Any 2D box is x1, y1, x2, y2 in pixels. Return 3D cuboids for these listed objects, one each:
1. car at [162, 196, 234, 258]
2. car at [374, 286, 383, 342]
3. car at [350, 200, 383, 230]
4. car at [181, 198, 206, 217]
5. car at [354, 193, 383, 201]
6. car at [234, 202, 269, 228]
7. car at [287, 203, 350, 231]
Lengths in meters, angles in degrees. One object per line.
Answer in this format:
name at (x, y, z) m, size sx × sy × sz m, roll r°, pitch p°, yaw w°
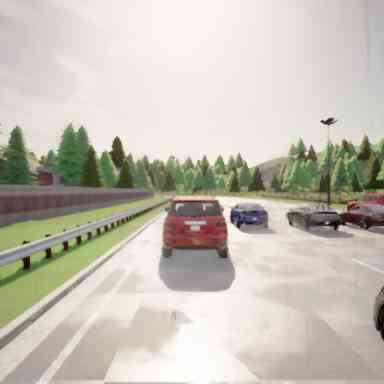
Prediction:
car at (0.104, 1.171, 12.739) m, size 2.150 × 2.045 × 5.566 m, roll 0°, pitch 0°, yaw 0°
car at (3.600, 1.492, 2.967) m, size 1.837 × 1.490 × 4.892 m, roll 0°, pitch 0°, yaw 0°
car at (10.593, 1.446, 20.103) m, size 1.812 × 1.442 × 4.674 m, roll 0°, pitch 0°, yaw 0°
car at (0.110, 1.369, 31.139) m, size 2.128 × 1.511 × 4.902 m, roll 0°, pitch 0°, yaw 0°
car at (14.107, 1.120, 25.620) m, size 2.150 × 2.045 × 5.566 m, roll 0°, pitch 0°, yaw 0°
car at (3.606, 1.392, 21.588) m, size 1.882 × 1.535 × 5.008 m, roll 0°, pitch 0°, yaw 0°
car at (7.107, 1.412, 19.900) m, size 2.128 × 1.511 × 4.902 m, roll 0°, pitch 0°, yaw 0°
